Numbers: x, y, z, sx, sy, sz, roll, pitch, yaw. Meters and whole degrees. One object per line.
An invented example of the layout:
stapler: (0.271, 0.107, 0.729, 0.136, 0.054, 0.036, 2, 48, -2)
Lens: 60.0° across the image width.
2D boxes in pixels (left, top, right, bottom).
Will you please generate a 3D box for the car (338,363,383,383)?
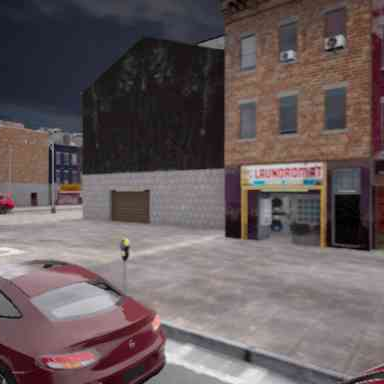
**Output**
car: (2.386, 1.441, 1.108, 4.097, 1.590, 1.967, 0, 0, 35)

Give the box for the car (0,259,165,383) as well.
car: (-2.239, 1.580, 4.405, 4.206, 1.307, 1.802, 0, 0, 35)

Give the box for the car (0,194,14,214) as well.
car: (-20.961, 1.242, 33.410, 2.150, 2.045, 5.566, 0, 1, 36)
